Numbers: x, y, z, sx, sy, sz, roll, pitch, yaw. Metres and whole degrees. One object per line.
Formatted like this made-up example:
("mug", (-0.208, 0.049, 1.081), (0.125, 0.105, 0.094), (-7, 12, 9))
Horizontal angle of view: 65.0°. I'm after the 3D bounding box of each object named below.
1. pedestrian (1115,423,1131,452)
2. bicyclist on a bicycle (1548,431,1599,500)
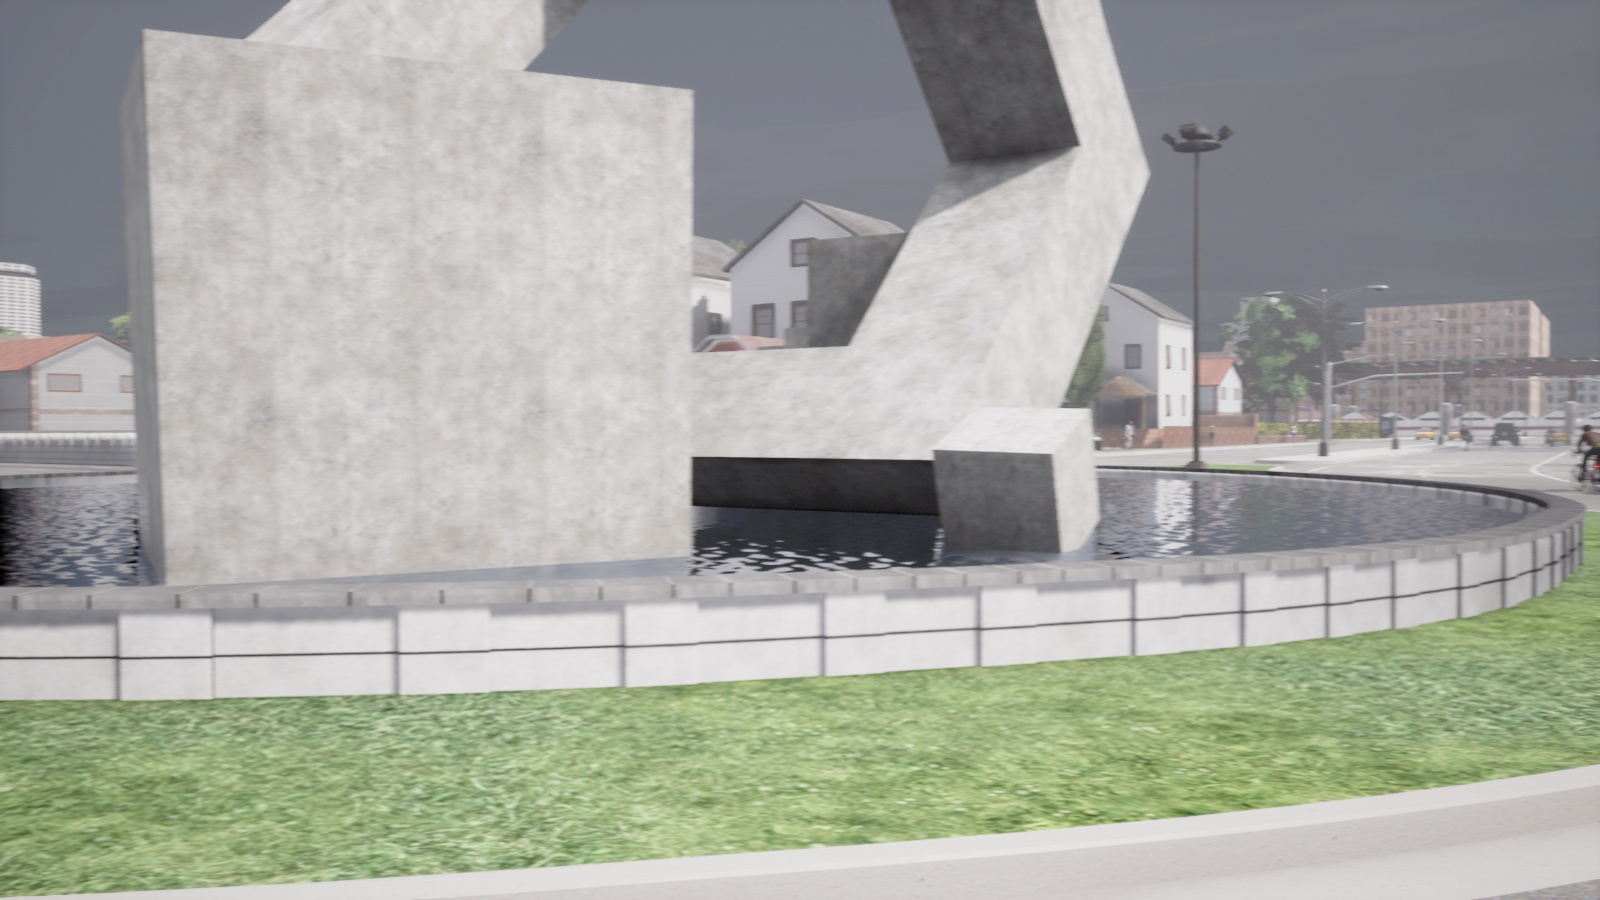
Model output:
("pedestrian", (20.738, -0.811, 80.606), (0.900, 1.855, 0.874), (1, 1, 23))
("bicyclist on a bicycle", (18.803, 0.353, 30.281), (0.582, 1.620, 1.656), (1, 1, 3))
